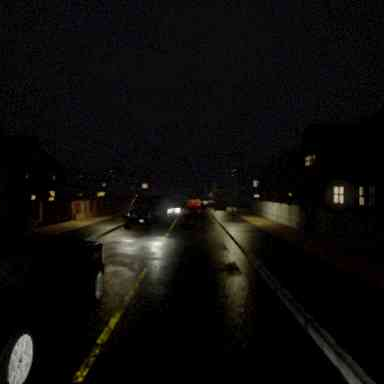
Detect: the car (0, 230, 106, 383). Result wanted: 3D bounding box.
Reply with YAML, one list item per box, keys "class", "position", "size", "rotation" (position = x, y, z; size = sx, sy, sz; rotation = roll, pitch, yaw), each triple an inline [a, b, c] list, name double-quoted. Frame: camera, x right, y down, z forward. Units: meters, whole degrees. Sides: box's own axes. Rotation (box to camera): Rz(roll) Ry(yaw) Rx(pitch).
- class: "car"
  position: [-2.834, 1.476, 5.369]
  size: [1.882, 1.535, 5.008]
  rotation: [0, 0, 0]

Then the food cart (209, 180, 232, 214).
- class: "food cart"
  position: [3.163, 0.505, 38.045]
  size: [2.280, 3.560, 4.660]
  rotation: [1, 1, 0]

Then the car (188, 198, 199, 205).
- class: "car"
  position: [0.227, 1.723, 61.114]
  size: [1.895, 1.301, 4.718]
  rotation: [0, 0, 1]

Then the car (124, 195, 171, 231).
- class: "car"
  position: [-2.760, 1.227, 21.122]
  size: [2.150, 2.045, 5.566]
  rotation: [0, 0, 1]

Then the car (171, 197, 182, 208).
- class: "car"
  position: [-2.594, 1.566, 49.919]
  size: [2.128, 1.511, 4.902]
  rotation: [0, 0, 1]

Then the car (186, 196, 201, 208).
- class: "car"
  position: [0.188, 1.422, 48.252]
  size: [2.097, 1.767, 4.553]
  rotation: [0, 0, 1]
